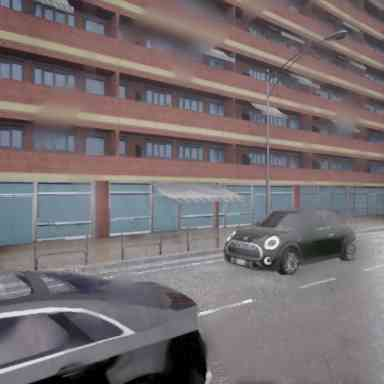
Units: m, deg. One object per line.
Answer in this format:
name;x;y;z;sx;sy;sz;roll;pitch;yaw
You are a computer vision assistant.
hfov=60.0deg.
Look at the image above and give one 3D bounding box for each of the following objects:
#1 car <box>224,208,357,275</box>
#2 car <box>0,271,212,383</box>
car;3.185;1.352;10.544;4.553;1.767;2.097;0;0;-35
car;-2.100;1.492;2.460;4.902;1.511;2.128;0;0;-36
